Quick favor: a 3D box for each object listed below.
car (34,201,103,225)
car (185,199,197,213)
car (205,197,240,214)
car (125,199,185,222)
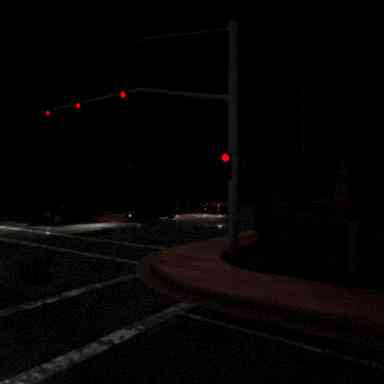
[{"bbox_3d":[-8.879,1.452,24.265,1.882,1.535,5.008,0,0,35],"label":"car"},{"bbox_3d":[-1.285,1.500,34.907,1.812,1.442,4.674,0,0,36],"label":"car"},{"bbox_3d":[3.246,1.334,35.211,2.097,1.767,4.553,0,0,36],"label":"car"},{"bbox_3d":[-3.102,1.470,26.346,2.128,1.511,4.902,0,0,35],"label":"car"}]
